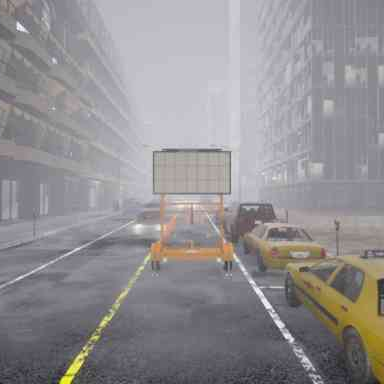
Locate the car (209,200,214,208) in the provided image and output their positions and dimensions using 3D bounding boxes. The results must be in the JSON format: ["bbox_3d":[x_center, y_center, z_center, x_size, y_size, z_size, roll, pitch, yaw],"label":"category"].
[{"bbox_3d":[2.700,1.569,27.019,1.887,1.381,4.507,1,0,0],"label":"car"}]

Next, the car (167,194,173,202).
[{"bbox_3d":[-5.685,1.725,82.247,1.887,1.381,4.507,1,0,0],"label":"car"}]

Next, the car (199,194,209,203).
[{"bbox_3d":[2.698,1.473,76.726,2.192,1.841,5.009,1,0,0],"label":"car"}]

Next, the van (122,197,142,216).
[{"bbox_3d":[-5.677,1.374,32.542,1.690,1.788,3.998,1,0,0],"label":"van"}]

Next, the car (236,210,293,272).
[{"bbox_3d":[2.702,1.532,10.621,1.752,1.417,4.829,1,0,0],"label":"car"}]

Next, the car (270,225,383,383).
[{"bbox_3d":[2.702,1.528,5.098,1.752,1.417,4.829,1,0,0],"label":"car"}]

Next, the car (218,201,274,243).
[{"bbox_3d":[2.705,1.326,15.973,2.192,1.841,5.009,1,0,0],"label":"car"}]

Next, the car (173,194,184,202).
[{"bbox_3d":[-3.004,1.648,79.966,1.882,1.535,5.008,0,0,0],"label":"car"}]

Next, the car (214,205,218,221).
[{"bbox_3d":[2.701,1.583,21.495,1.947,1.339,4.313,1,0,0],"label":"car"}]

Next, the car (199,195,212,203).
[{"bbox_3d":[2.697,1.668,60.155,1.947,1.339,4.313,1,0,0],"label":"car"}]

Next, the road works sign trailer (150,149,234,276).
[{"bbox_3d":[0.000,0.471,10.325,2.380,3.560,2.880,0,0,0],"label":"road works sign trailer"}]

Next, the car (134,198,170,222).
[{"bbox_3d":[-3.102,1.501,26.518,1.882,1.535,5.008,0,0,0],"label":"car"}]

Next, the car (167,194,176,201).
[{"bbox_3d":[-5.683,1.545,93.294,2.192,1.841,5.009,1,0,0],"label":"car"}]
